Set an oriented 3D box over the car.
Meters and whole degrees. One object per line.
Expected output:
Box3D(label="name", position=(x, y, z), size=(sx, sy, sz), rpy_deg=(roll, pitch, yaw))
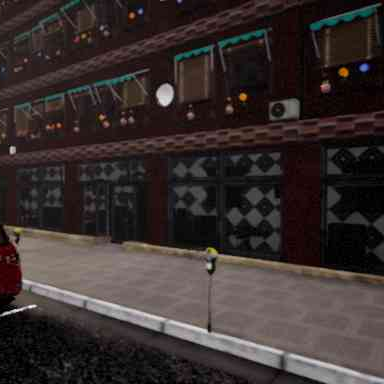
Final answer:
Box3D(label="car", position=(-5.436, 1.382, 6.733), size=(5.009, 1.841, 2.192), rpy_deg=(-1, 1, 36))
